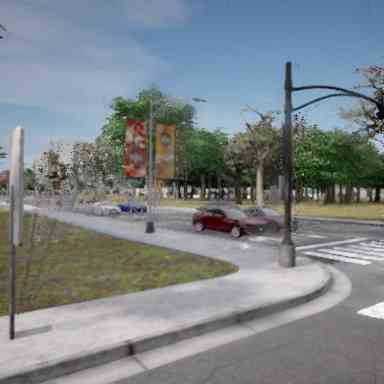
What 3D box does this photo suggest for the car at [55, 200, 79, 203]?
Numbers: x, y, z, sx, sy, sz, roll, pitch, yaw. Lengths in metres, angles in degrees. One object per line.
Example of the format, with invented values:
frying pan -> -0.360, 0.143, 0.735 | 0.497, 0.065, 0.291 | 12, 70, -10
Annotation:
car -> -18.125, 1.303, 47.242 | 2.033, 1.411, 5.357 | 1, 0, -36

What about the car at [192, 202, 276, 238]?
car -> 2.026, 1.604, 18.897 | 1.882, 1.535, 5.008 | 1, 0, -37

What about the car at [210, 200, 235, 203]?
car -> 2.302, 1.533, 29.998 | 2.097, 1.767, 4.553 | 1, 0, -35

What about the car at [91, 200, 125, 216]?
car -> -8.912, 1.638, 34.178 | 1.812, 1.442, 4.674 | 1, 0, -35

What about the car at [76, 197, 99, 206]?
car -> -15.464, 1.350, 49.108 | 1.895, 1.301, 4.718 | 1, 0, -36

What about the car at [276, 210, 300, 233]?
car -> 4.545, 1.683, 20.956 | 1.812, 1.442, 4.674 | 1, 0, -35

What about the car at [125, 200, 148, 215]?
car -> -6.600, 1.621, 36.550 | 1.882, 1.535, 5.008 | 1, 0, -35
